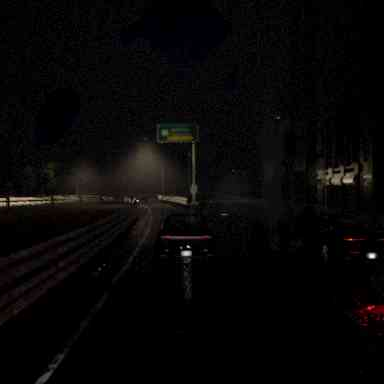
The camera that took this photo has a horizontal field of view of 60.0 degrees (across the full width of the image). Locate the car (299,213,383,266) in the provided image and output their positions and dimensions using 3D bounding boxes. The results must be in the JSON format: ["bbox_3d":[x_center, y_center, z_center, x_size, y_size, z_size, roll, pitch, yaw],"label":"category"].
[{"bbox_3d":[5.098,1.495,11.534,1.837,1.490,4.892,0,0,4],"label":"car"}]

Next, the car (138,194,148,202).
[{"bbox_3d":[-10.541,1.302,72.461,1.837,1.490,4.892,0,0,-12],"label":"car"}]

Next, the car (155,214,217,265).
[{"bbox_3d":[-0.261,1.502,11.708,2.128,1.511,4.902,0,0,-3],"label":"car"}]
